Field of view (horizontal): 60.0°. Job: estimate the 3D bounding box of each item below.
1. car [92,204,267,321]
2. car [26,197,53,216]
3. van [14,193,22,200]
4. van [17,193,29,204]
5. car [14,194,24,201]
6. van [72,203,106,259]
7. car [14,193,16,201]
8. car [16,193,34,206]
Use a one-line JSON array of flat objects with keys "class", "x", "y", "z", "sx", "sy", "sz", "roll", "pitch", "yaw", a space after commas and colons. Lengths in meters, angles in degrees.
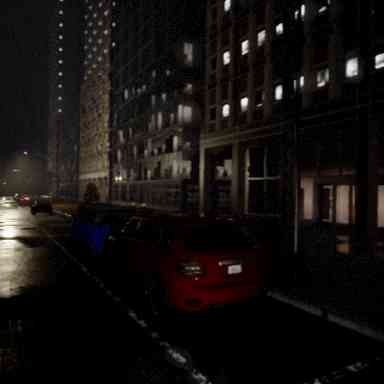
[{"class": "car", "x": -0.488, "y": 1.331, "z": 7.478, "sx": 2.192, "sy": 1.841, "sz": 5.009, "roll": 0, "pitch": 0, "yaw": -30}, {"class": "car", "x": -14.545, "y": 1.489, "z": 32.177, "sx": 2.008, "sy": 1.369, "sz": 4.403, "roll": 0, "pitch": 0, "yaw": -30}, {"class": "van", "x": -42.659, "y": 1.119, "z": 81.572, "sx": 1.690, "sy": 1.788, "sz": 3.998, "roll": 0, "pitch": 0, "yaw": -30}, {"class": "van", "x": -31.414, "y": 1.185, "z": 61.814, "sx": 1.690, "sy": 1.788, "sz": 3.998, "roll": 0, "pitch": 0, "yaw": -30}, {"class": "car", "x": -39.849, "y": 1.235, "z": 76.633, "sx": 1.967, "sy": 1.590, "sz": 4.097, "roll": 0, "pitch": 0, "yaw": -30}, {"class": "van", "x": -3.300, "y": 1.341, "z": 12.418, "sx": 1.690, "sy": 1.788, "sz": 3.998, "roll": 0, "pitch": 0, "yaw": -30}, {"class": "car", "x": -28.603, "y": 1.175, "z": 56.875, "sx": 2.192, "sy": 1.841, "sz": 5.009, "roll": 0, "pitch": 0, "yaw": -30}, {"class": "car", "x": -25.791, "y": 1.191, "z": 51.935, "sx": 2.192, "sy": 1.841, "sz": 5.009, "roll": 0, "pitch": 0, "yaw": -30}]
